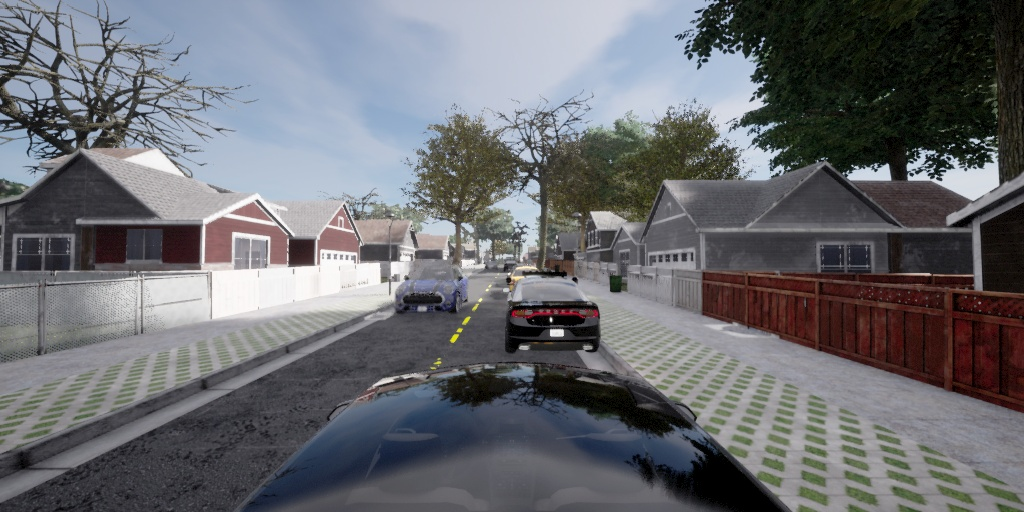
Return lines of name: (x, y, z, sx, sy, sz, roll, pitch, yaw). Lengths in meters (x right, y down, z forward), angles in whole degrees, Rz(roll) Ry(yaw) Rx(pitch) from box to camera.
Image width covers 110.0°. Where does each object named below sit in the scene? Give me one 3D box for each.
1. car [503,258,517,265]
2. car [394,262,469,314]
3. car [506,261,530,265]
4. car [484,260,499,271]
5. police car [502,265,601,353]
car: (-0.173, 1.345, 49.573, 1.882, 1.535, 5.008, 0, 0, 0)
car: (-2.904, 1.112, 13.780, 2.097, 1.767, 4.553, 0, 0, 0)
car: (0.747, 1.221, 19.111, 1.801, 1.575, 5.366, 0, 0, 0)
car: (-2.983, 1.370, 52.207, 2.128, 1.511, 4.902, 0, 0, 0)
police car: (0.795, 1.181, 9.025, 1.930, 1.638, 5.238, 0, 0, 0)
